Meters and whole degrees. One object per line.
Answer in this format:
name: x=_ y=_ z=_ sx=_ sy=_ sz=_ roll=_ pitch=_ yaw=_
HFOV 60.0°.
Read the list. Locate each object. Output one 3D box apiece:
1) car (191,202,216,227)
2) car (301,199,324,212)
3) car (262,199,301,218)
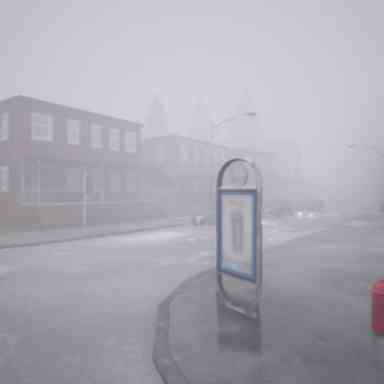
car: x=1.827 y=1.434 z=21.784 sx=2.128 sy=1.511 sz=4.902 roll=0 pitch=0 yaw=36
car: x=13.761 y=1.490 z=38.453 sx=2.033 sy=1.411 sz=5.357 roll=0 pitch=0 yaw=36
car: x=7.717 y=1.434 z=30.025 sx=2.128 sy=1.511 sz=4.902 roll=0 pitch=0 yaw=36
